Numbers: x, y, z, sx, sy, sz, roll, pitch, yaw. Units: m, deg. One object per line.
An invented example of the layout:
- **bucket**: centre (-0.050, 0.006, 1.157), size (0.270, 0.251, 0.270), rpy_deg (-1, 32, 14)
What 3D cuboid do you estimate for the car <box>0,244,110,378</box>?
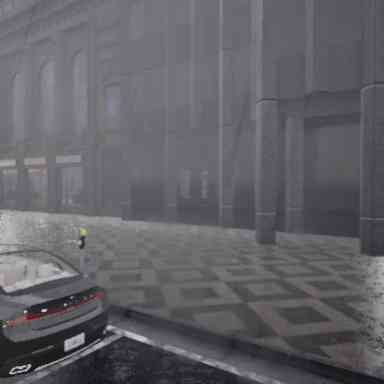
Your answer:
- **car**: centre (-3.176, 1.479, 5.055), size (4.403, 1.369, 2.008), rpy_deg (1, 1, 33)
